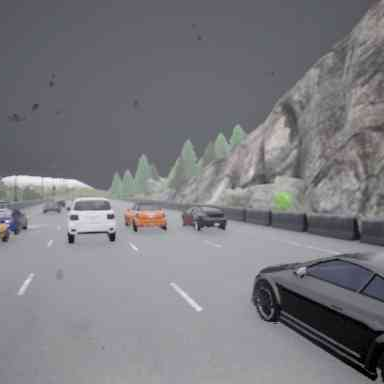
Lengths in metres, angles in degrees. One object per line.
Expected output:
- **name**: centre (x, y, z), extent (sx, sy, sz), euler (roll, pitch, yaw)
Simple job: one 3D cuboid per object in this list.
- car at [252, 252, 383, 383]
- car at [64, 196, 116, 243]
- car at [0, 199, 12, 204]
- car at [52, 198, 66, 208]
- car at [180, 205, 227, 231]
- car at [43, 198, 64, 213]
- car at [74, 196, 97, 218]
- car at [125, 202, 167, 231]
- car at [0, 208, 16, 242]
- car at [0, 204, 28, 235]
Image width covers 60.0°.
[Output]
- **car**: centre (2.612, 1.595, 5.000), extent (1.994, 1.385, 4.181), euler (0, 0, -19)
- **car**: centre (-5.236, 1.345, 17.232), extent (2.150, 2.045, 5.566), euler (0, -1, -19)
- **car**: centre (-35.854, 1.967, 63.580), extent (1.895, 1.301, 4.718), euler (0, 0, -19)
- **car**: centre (-21.561, 1.773, 54.138), extent (1.882, 1.535, 5.008), euler (0, 0, -19)
- **car**: centre (0.663, 1.630, 21.632), extent (1.837, 1.490, 4.892), euler (0, 0, -19)
- **car**: centre (-16.748, 1.786, 40.018), extent (2.033, 1.411, 5.357), euler (0, 0, -18)
- **car**: centre (-11.107, 1.426, 34.530), extent (2.150, 2.045, 5.566), euler (0, 0, -19)
- **car**: centre (-3.152, 1.491, 21.981), extent (2.097, 1.767, 4.553), euler (0, 0, -19)
- **car**: centre (-9.079, 1.590, 14.088), extent (1.801, 1.575, 5.366), euler (0, 0, -19)
- **car**: centre (-10.948, 1.686, 19.596), extent (1.812, 1.442, 4.674), euler (0, 0, -19)
